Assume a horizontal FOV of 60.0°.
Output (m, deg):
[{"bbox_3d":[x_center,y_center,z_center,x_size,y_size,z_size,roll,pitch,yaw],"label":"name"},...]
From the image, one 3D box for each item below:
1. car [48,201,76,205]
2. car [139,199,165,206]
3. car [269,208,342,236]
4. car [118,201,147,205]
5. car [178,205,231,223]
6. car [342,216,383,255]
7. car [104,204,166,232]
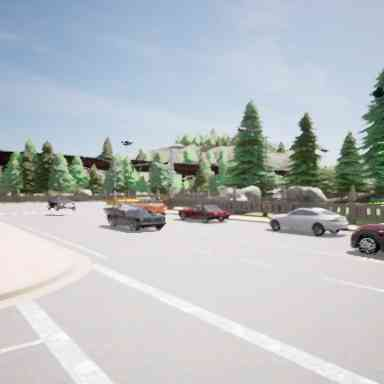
[{"bbox_3d":[-13.024,1.193,33.125,2.128,1.511,4.902,0,0,-38],"label":"car"},{"bbox_3d":[-4.638,1.444,33.907,2.097,1.767,4.553,0,0,-38],"label":"car"},{"bbox_3d":[6.658,1.630,19.366,1.812,1.442,4.674,0,0,-38],"label":"car"},{"bbox_3d":[-6.362,1.676,30.421,1.895,1.301,4.718,0,0,-38],"label":"car"},{"bbox_3d":[0.855,1.699,26.840,1.895,1.301,4.718,0,0,-38],"label":"car"},{"bbox_3d":[8.138,1.443,11.774,2.097,1.767,4.553,0,0,-38],"label":"car"},{"bbox_3d":[-3.557,1.664,20.794,1.895,1.301,4.718,0,0,-38],"label":"car"}]
